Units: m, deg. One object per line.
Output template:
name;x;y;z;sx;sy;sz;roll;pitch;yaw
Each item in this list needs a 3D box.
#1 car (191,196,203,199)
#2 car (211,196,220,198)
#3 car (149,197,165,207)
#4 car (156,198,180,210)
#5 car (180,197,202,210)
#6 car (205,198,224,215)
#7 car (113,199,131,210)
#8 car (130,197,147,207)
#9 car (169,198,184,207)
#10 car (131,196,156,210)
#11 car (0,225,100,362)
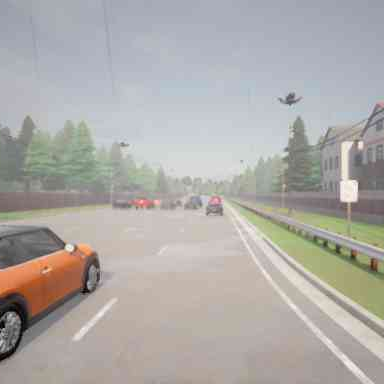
car;0.689;1.684;60.369;2.150;2.045;5.566;0;0;4
car;4.421;1.704;61.948;2.150;2.045;5.566;0;-1;4
car;-6.295;1.803;60.846;2.097;1.767;4.553;0;0;4
car;-3.603;1.868;50.217;2.128;1.511;4.902;0;0;4
car;-0.114;1.874;49.948;2.128;1.511;4.902;0;0;4
car;2.547;1.785;37.600;2.128;1.511;4.902;0;0;4
car;-10.583;1.842;50.755;1.882;1.535;5.008;0;0;4
car;-9.785;1.797;61.115;2.097;1.767;4.553;0;0;4
car;-2.804;1.949;60.606;2.128;1.511;4.902;0;0;4
car;-7.090;1.592;50.518;2.150;2.045;5.566;0;0;4
car;-3.382;1.393;6.197;2.097;1.767;4.553;0;0;4
